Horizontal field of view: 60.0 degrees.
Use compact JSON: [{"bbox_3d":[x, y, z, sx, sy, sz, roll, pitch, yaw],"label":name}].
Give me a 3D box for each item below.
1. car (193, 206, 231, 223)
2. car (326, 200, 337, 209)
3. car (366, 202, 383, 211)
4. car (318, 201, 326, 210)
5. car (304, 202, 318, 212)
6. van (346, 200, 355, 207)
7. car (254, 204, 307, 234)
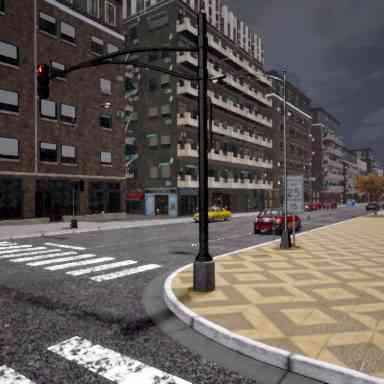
[{"bbox_3d":[1.904,2.002,30.517,1.752,1.417,4.829,-2,-2,35],"label":"car"},{"bbox_3d":[28.064,2.502,67.584,2.192,1.841,5.009,-2,-2,35],"label":"car"},{"bbox_3d":[31.603,2.584,58.171,1.947,1.339,4.313,-2,-2,35],"label":"car"},{"bbox_3d":[21.551,2.555,58.347,1.887,1.381,4.507,-2,-2,35],"label":"car"},{"bbox_3d":[18.291,2.362,53.735,1.967,1.590,4.097,-2,-2,35],"label":"car"},{"bbox_3d":[41.060,2.884,86.070,1.690,1.788,3.998,-2,-2,35],"label":"van"},{"bbox_3d":[5.538,1.751,21.252,1.967,1.590,4.097,-2,-2,35],"label":"car"}]
